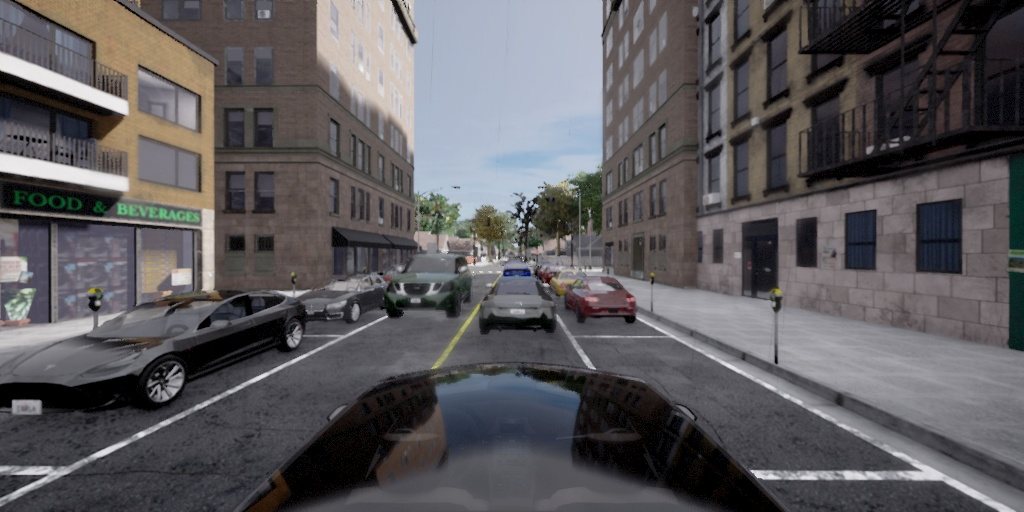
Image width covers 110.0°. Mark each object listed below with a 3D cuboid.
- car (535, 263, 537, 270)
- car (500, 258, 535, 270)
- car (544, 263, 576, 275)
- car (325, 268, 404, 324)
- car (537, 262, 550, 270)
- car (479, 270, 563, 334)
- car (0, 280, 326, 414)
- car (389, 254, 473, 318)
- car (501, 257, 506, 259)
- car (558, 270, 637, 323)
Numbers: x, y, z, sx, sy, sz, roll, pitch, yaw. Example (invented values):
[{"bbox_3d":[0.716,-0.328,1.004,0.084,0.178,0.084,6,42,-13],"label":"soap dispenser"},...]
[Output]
[{"bbox_3d":[2.884,1.238,28.153,1.802,1.307,4.207,0,0,1],"label":"car"},{"bbox_3d":[0.299,1.143,25.157,1.882,1.535,5.008,0,0,-1],"label":"car"},{"bbox_3d":[2.775,1.218,17.287,1.751,1.417,4.829,0,0,1],"label":"car"},{"bbox_3d":[-5.307,1.260,11.676,2.007,1.370,4.403,0,0,1],"label":"car"},{"bbox_3d":[2.829,1.219,22.635,1.888,1.381,4.507,0,0,1],"label":"car"},{"bbox_3d":[0.164,1.280,10.527,1.994,1.385,4.181,0,0,1],"label":"car"},{"bbox_3d":[-5.362,1.296,6.158,1.948,1.339,4.313,0,0,1],"label":"car"},{"bbox_3d":[-2.753,0.926,13.117,2.150,2.045,5.566,0,0,1],"label":"car"},{"bbox_3d":[0.320,0.983,35.267,2.097,1.767,4.553,0,0,1],"label":"car"},{"bbox_3d":[2.718,1.294,11.599,1.802,1.307,4.207,0,0,1],"label":"car"}]
